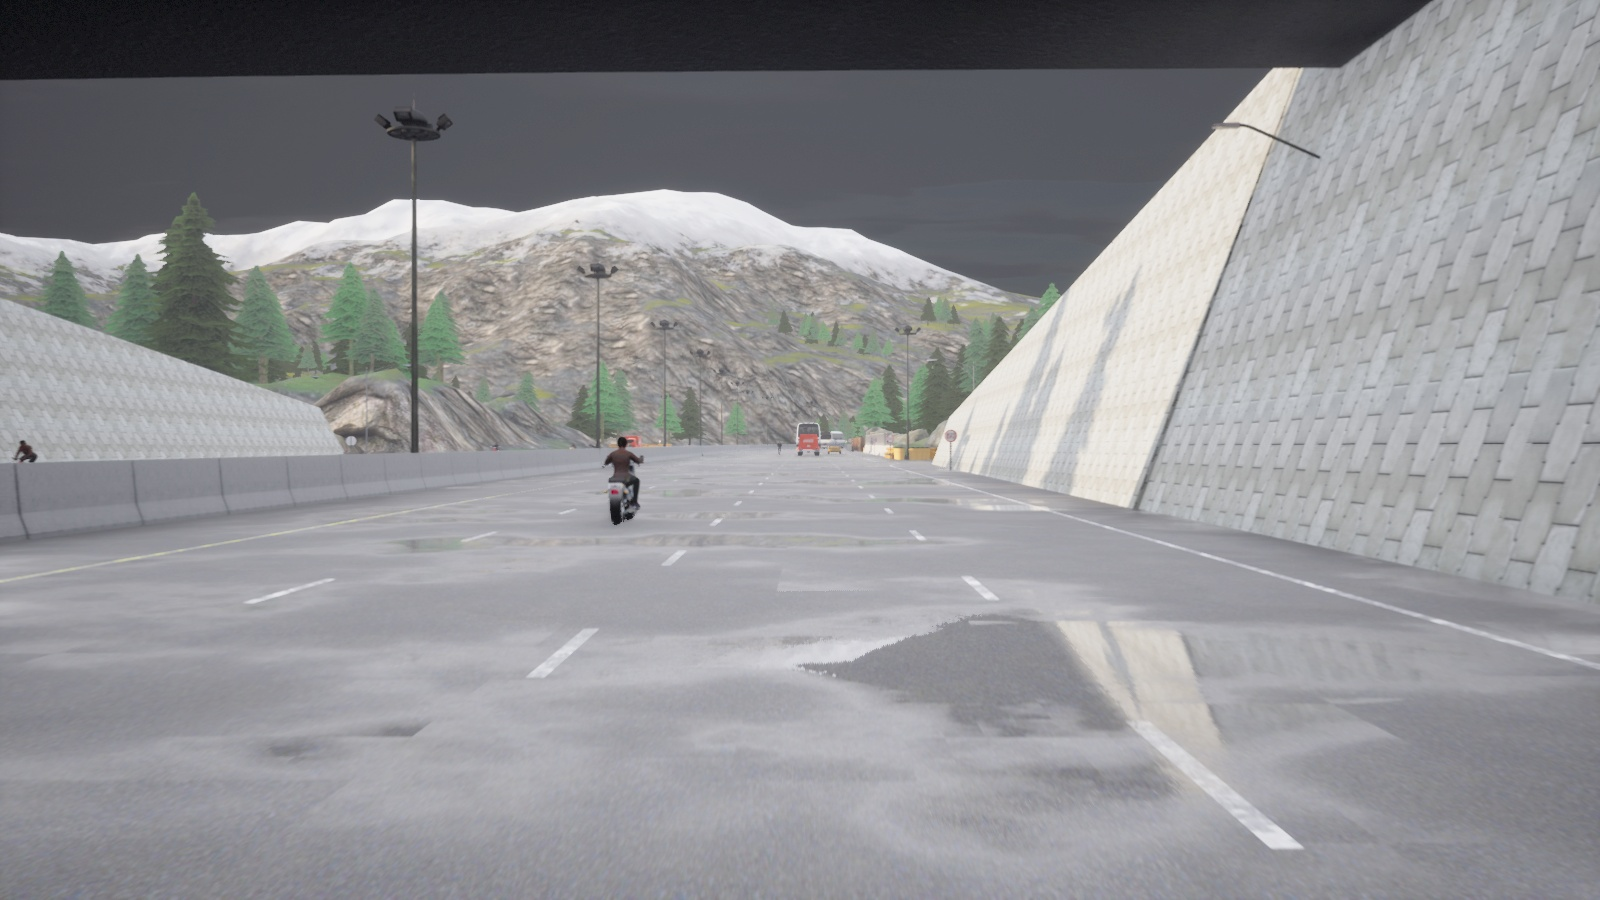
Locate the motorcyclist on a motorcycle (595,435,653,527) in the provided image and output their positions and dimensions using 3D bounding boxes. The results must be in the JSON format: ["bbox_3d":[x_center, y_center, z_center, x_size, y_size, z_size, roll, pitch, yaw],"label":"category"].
[{"bbox_3d":[-3.331,0.559,23.922,0.766,1.649,2.350,0,0,0],"label":"motorcyclist on a motorcycle"}]
